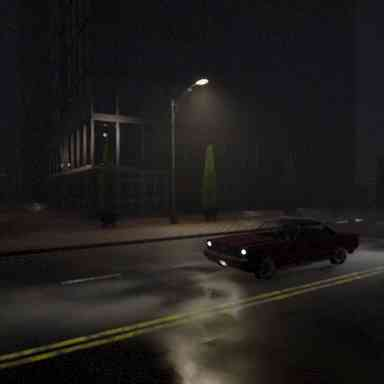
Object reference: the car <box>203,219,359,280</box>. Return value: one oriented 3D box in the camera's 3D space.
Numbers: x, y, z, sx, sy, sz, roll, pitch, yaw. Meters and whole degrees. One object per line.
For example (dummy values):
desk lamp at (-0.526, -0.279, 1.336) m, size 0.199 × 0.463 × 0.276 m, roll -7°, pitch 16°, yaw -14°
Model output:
car at (2.683, 1.494, 9.721) m, size 4.718 × 1.301 × 1.895 m, roll -1°, pitch 1°, yaw -32°
